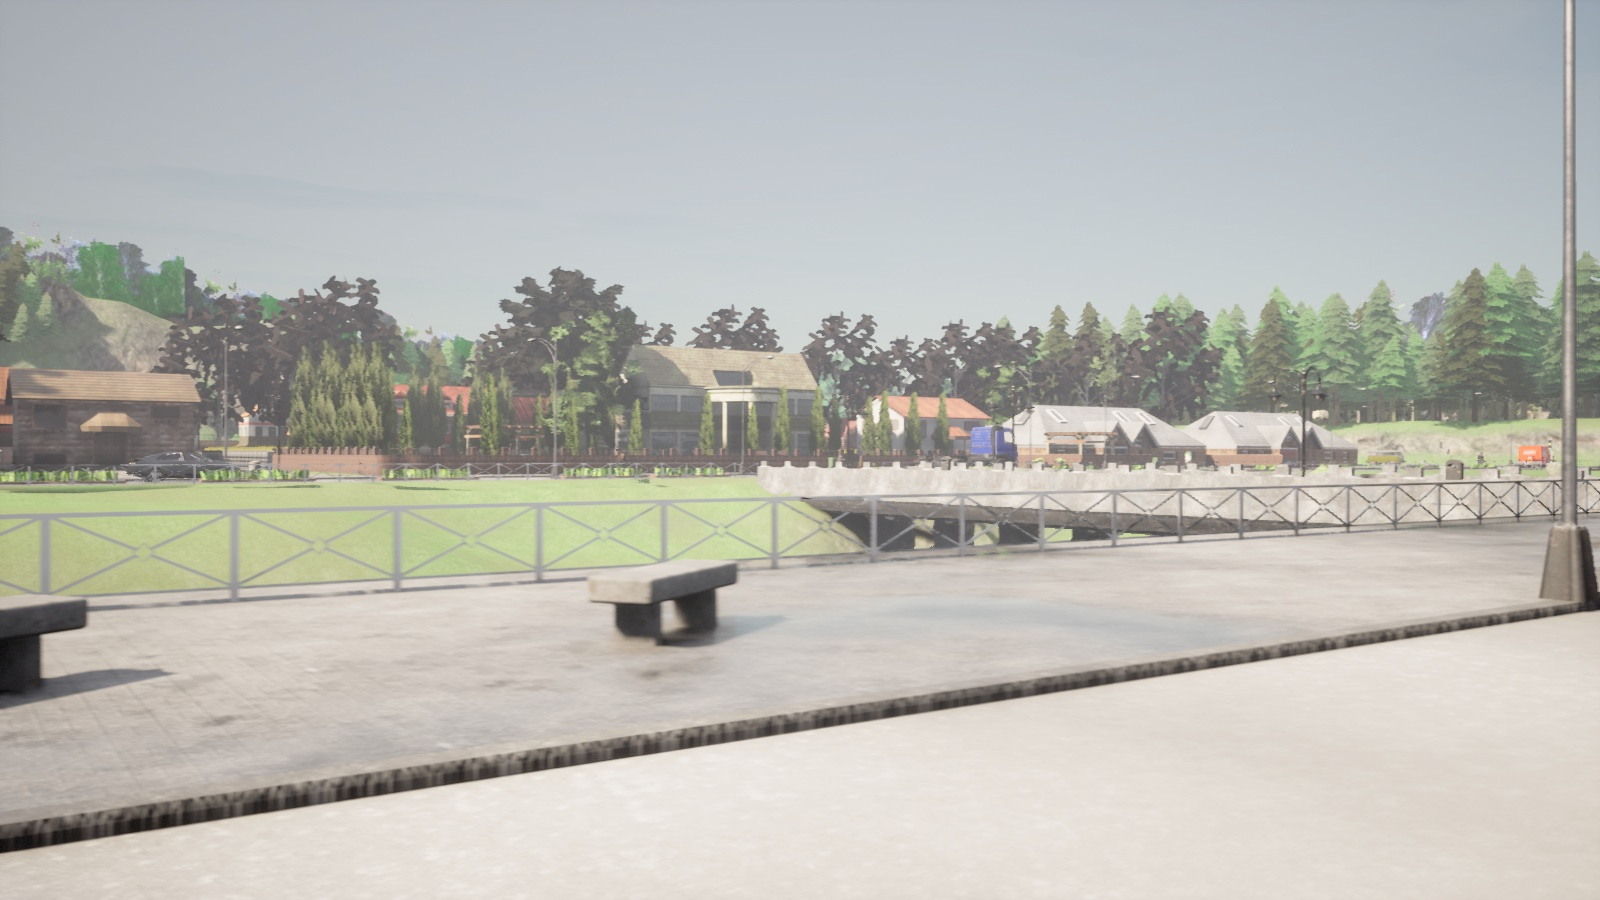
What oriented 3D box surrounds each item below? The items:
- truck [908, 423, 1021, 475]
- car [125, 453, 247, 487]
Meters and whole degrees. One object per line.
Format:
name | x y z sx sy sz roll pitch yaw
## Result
truck | 11.497 -0.047 87.427 7.936 3.462 2.891 0 0 -35
car | -28.969 0.908 59.270 4.902 1.511 2.128 0 0 -35
